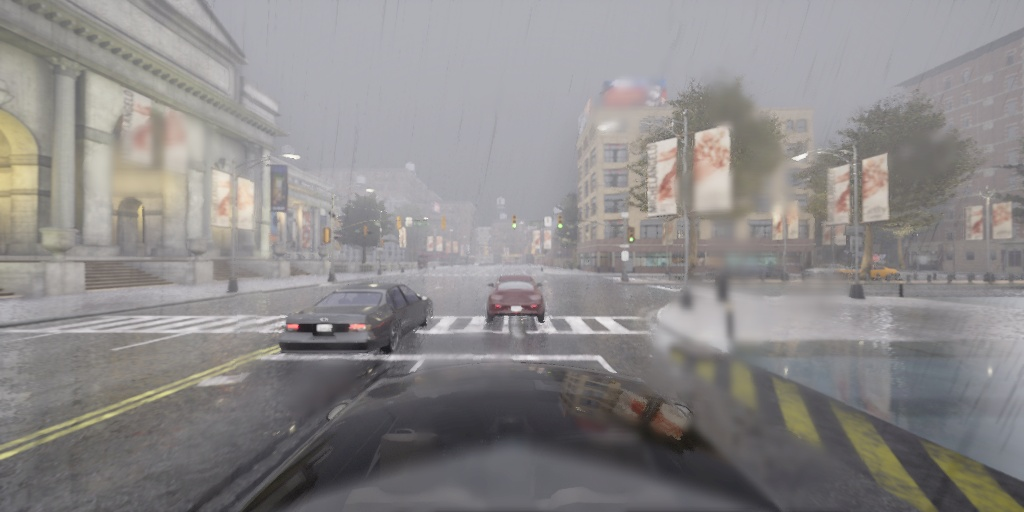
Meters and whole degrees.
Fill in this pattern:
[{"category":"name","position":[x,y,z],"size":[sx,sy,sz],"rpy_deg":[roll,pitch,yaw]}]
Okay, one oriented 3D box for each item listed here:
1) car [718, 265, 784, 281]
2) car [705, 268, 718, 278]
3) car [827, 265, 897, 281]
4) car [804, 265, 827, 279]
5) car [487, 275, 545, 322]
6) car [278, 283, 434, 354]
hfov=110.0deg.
[{"category":"car","position":[23.242,1.659,34.274],"size":[5.357,1.411,2.033],"rpy_deg":[0,-1,0]},{"category":"car","position":[22.982,1.641,37.763],"size":[4.902,1.511,2.128],"rpy_deg":[0,-1,0]},{"category":"car","position":[33.660,1.591,34.267],"size":[5.008,1.535,1.882],"rpy_deg":[0,-1,0]},{"category":"car","position":[33.475,1.677,37.767],"size":[4.674,1.442,1.812],"rpy_deg":[0,-1,1]},{"category":"car","position":[0.116,1.397,12.761],"size":[1.812,1.442,4.674],"rpy_deg":[0,-1,0]},{"category":"car","position":[-3.390,1.377,9.002],"size":[2.033,1.411,5.357],"rpy_deg":[0,-1,0]}]
